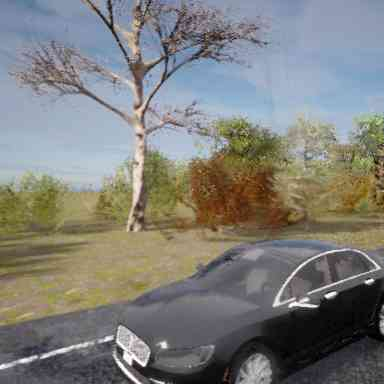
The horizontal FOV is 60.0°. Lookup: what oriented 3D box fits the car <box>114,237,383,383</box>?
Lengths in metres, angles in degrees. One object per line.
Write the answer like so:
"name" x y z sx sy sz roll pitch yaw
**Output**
"car" 1.294 1.510 4.934 4.892 1.490 1.837 0 0 -36
